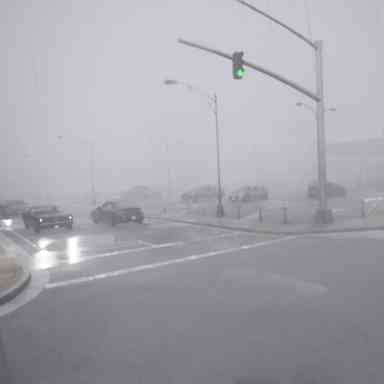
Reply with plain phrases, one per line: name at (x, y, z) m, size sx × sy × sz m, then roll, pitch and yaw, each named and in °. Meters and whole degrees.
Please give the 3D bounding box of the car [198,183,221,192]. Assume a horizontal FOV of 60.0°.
car at (4.029, -1.050, 76.402) m, size 5.027 × 1.636 × 2.152 m, roll -4°, pitch 2°, yaw -36°

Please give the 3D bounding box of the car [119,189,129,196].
car at (-8.249, 0.083, 48.570) m, size 4.605 × 1.855 × 1.932 m, roll -4°, pitch 2°, yaw -36°

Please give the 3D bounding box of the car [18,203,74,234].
car at (-8.249, 1.474, 18.884) m, size 1.895 × 1.301 × 4.718 m, roll -4°, pitch 2°, yaw -36°

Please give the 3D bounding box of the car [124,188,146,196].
car at (-11.200, -0.024, 65.657) m, size 3.806 × 1.475 × 1.970 m, roll -4°, pitch 2°, yaw -36°

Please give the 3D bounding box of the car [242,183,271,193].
car at (10.497, -0.680, 54.165) m, size 4.514 × 1.523 × 2.007 m, roll -4°, pitch 2°, yaw -36°

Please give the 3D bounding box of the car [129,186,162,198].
car at (-6.222, 0.041, 46.449) m, size 3.866 × 1.878 × 1.905 m, roll -4°, pitch 2°, yaw -36°

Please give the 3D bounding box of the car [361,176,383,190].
car at (25.472, -1.274, 45.533) m, size 3.866 × 1.878 × 1.905 m, roll -4°, pitch 2°, yaw -36°

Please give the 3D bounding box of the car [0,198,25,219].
car at (-15.267, 1.377, 28.668) m, size 1.837 × 1.490 × 4.892 m, roll -4°, pitch 2°, yaw -36°

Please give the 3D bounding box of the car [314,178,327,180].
car at (17.173, -0.844, 43.624) m, size 4.605 × 1.855 × 1.932 m, roll -4°, pitch 2°, yaw -36°

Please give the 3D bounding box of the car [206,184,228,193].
car at (4.707, -0.661, 62.310) m, size 3.633 × 1.501 × 1.845 m, roll -4°, pitch 2°, yaw -36°

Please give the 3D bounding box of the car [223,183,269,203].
car at (5.247, 0.179, 31.032) m, size 3.806 × 1.475 × 1.970 m, roll -4°, pitch 2°, yaw -36°

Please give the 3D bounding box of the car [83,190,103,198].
car at (-18.959, 0.352, 63.758) m, size 3.633 × 1.501 × 1.845 m, roll -4°, pitch 2°, yaw -36°

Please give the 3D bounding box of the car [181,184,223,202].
car at (1.240, 0.118, 36.056) m, size 5.027 × 1.636 × 2.152 m, roll -4°, pitch 2°, yaw -36°

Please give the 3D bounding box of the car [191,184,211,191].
car at (2.158, -1.038, 78.921) m, size 4.514 × 1.523 × 2.007 m, roll -4°, pitch 2°, yaw -36°

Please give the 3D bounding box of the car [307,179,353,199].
car at (13.105, -0.122, 32.162) m, size 4.514 × 1.523 × 2.007 m, roll -4°, pitch 2°, yaw -36°

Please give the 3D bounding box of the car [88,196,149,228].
car at (-4.507, 1.213, 19.831) m, size 1.812 × 1.442 × 4.674 m, roll -4°, pitch 2°, yaw -36°

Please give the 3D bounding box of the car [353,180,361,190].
car at (24.042, -1.022, 48.599) m, size 3.806 × 1.475 × 1.970 m, roll -4°, pitch 2°, yaw -36°

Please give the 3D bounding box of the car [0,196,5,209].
car at (-25.859, 1.379, 43.589) m, size 1.837 × 1.490 × 4.892 m, roll -4°, pitch 2°, yaw -35°
